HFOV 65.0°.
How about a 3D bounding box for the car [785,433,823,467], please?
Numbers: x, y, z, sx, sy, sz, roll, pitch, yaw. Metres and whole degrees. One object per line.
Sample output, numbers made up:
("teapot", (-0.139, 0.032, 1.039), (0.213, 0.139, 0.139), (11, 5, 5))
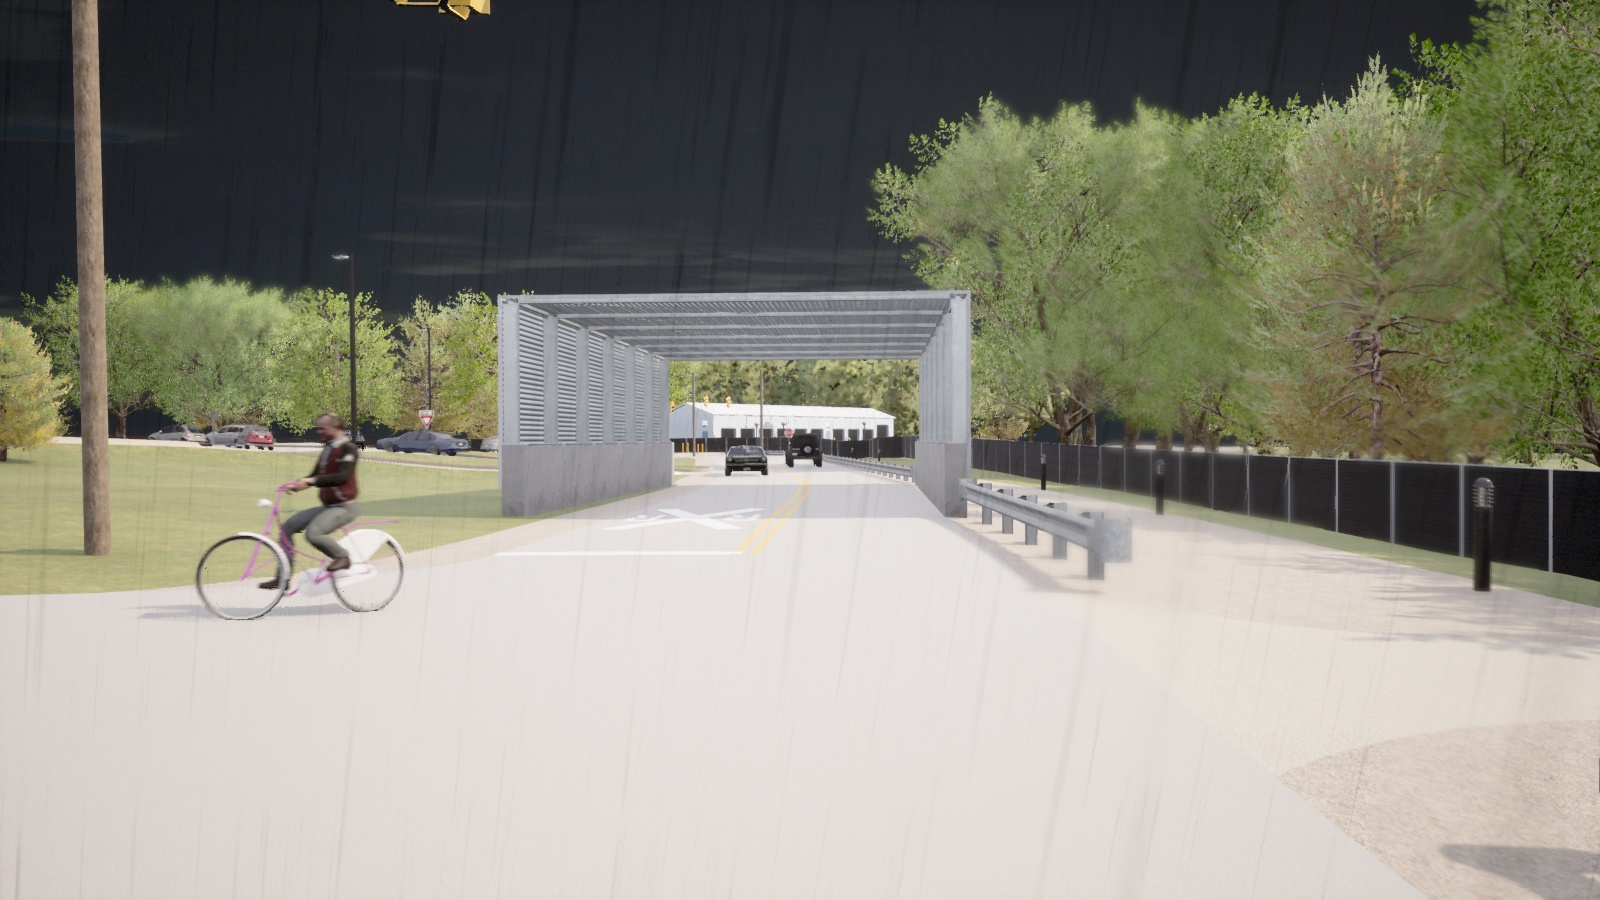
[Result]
("car", (0.191, -0.018, 70.462), (1.905, 1.878, 3.866), (0, 1, -4))

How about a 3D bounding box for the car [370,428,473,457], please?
("car", (-21.443, -0.431, 71.168), (5.357, 1.411, 2.033), (3, 1, 20))

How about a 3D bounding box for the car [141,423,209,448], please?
("car", (-43.062, -1.003, 86.542), (3.988, 1.617, 1.851), (1, -2, 19))

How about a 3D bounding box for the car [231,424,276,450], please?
("car", (-35.656, -0.809, 81.863), (1.789, 1.549, 3.705), (4, -2, -37))

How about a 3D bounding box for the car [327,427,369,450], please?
("car", (-29.498, -0.740, 81.867), (2.033, 1.411, 5.357), (-1, 1, -26))

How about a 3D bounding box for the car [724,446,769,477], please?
("car", (-2.353, 0.470, 55.049), (1.895, 1.301, 4.718), (0, 0, -3))

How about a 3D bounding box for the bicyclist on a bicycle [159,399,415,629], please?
("bicyclist on a bicycle", (-4.273, 0.540, 10.588), (0.659, 1.776, 1.843), (-2, -4, 42))
